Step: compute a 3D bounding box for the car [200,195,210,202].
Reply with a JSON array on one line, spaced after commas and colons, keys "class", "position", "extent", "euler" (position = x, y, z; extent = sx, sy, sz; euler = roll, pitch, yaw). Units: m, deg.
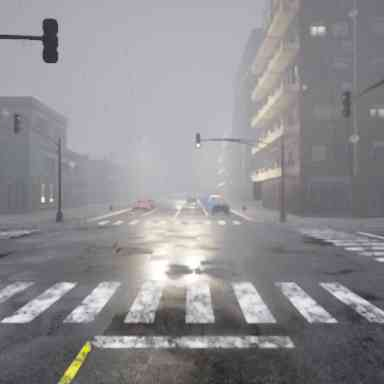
[{"class": "car", "position": [2.669, 1.422, 71.507], "extent": [1.947, 1.339, 4.313], "euler": [1, 0, 0]}]

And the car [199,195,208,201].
[{"class": "car", "position": [2.666, 1.406, 77.088], "extent": [1.947, 1.339, 4.313], "euler": [1, 0, 0]}]

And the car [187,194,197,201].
[{"class": "car", "position": [-0.035, 1.211, 72.349], "extent": [2.128, 1.511, 4.902], "euler": [0, 0, 0]}]

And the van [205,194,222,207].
[{"class": "van", "position": [2.687, 1.277, 38.021], "extent": [1.690, 1.788, 3.998], "euler": [1, 0, 0]}]

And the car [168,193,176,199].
[{"class": "car", "position": [-5.722, 1.354, 93.785], "extent": [1.947, 1.339, 4.313], "euler": [1, 0, 0]}]

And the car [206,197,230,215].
[{"class": "car", "position": [2.687, 1.498, 32.442], "extent": [2.008, 1.369, 4.403], "euler": [1, 0, 0]}]

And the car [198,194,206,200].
[{"class": "car", "position": [2.662, 1.350, 88.250], "extent": [1.887, 1.381, 4.507], "euler": [1, 0, 0]}]

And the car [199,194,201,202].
[{"class": "car", "position": [2.674, 1.411, 60.515], "extent": [1.752, 1.417, 4.829], "euler": [1, 0, 0]}]

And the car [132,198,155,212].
[{"class": "car", "position": [-5.697, 1.518, 37.983], "extent": [1.802, 1.307, 4.206], "euler": [1, 0, 0]}]

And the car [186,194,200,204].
[{"class": "car", "position": [-0.029, 1.373, 61.926], "extent": [2.128, 1.511, 4.902], "euler": [0, 0, 0]}]

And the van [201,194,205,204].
[{"class": "van", "position": [2.682, 1.254, 49.184], "extent": [1.690, 1.788, 3.998], "euler": [1, 0, 0]}]
